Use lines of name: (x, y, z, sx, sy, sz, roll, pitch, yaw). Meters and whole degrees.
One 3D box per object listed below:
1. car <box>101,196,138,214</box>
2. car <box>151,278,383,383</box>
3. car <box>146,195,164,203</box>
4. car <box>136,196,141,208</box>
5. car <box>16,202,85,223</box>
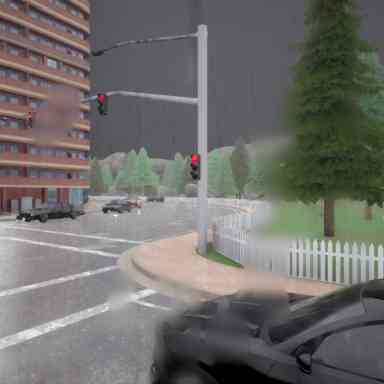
car: (-7.821, 1.492, 35.405, 2.033, 1.411, 5.357, 0, 0, 7)
car: (1.873, 1.478, 2.653, 5.008, 1.535, 1.882, 0, 0, 36)
car: (-7.745, 1.448, 69.350, 1.837, 1.490, 4.892, 0, 0, -42)
car: (-8.119, 1.296, 45.702, 2.097, 1.767, 4.553, 0, 0, -11)
car: (-10.641, 1.492, 25.586, 2.033, 1.411, 5.357, 0, 0, 24)
